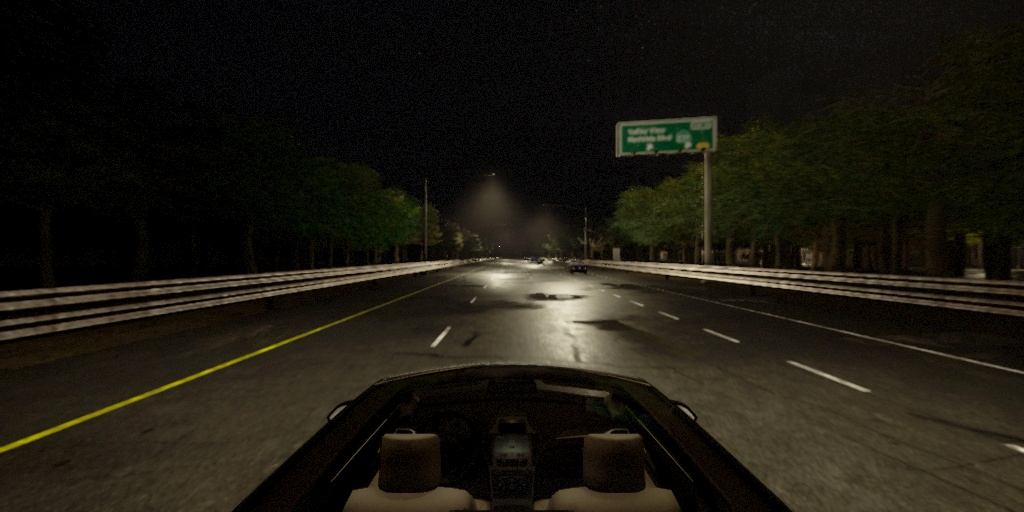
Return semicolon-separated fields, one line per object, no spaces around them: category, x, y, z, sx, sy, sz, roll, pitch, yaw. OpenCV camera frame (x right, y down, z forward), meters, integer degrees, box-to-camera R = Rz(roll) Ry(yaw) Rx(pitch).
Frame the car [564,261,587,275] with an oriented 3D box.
car;7.025;1.298;39.778;2.033;1.411;5.357;0;0;0
